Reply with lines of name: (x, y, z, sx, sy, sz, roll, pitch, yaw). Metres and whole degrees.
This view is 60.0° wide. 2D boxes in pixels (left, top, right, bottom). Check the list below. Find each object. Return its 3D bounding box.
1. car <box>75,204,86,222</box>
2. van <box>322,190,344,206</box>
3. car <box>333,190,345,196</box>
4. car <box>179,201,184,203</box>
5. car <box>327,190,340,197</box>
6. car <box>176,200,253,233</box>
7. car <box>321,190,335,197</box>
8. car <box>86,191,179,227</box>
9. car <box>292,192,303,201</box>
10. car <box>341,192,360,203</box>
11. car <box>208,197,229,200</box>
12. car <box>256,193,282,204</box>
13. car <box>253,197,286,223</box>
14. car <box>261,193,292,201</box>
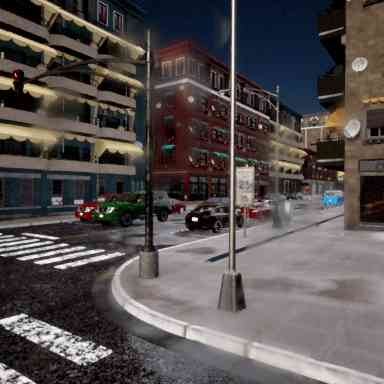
car: (-5.485, 1.032, 22.872, 2.192, 1.841, 5.009, 2, 2, 35)
van: (17.388, 0.721, 40.781, 1.690, 1.788, 3.998, 2, 2, 35)
car: (36.232, 0.255, 82.071, 1.802, 1.307, 4.206, 2, 2, 35)
car: (-2.278, 1.180, 27.431, 1.887, 1.381, 4.507, 2, 2, 35)
car: (33.023, 0.335, 77.517, 1.802, 1.307, 4.206, 2, 2, 35)
car: (1.340, 1.348, 18.019, 1.947, 1.339, 4.313, 2, 2, 35)
car: (29.814, 0.378, 72.964, 1.887, 1.381, 4.507, 2, 2, 35)
car: (-3.563, 0.963, 21.130, 2.150, 2.045, 5.566, 1, 1, 35)
car: (16.977, 0.719, 54.751, 1.947, 1.339, 4.313, 2, 2, 35)
car: (23.804, 0.763, 49.890, 1.887, 1.381, 4.507, 2, 2, 35)
car: (2.369, 1.139, 29.541, 2.033, 1.411, 5.357, 1, 1, 35)
car: (10.559, 0.880, 45.644, 1.947, 1.339, 4.313, 2, 2, 35)
car: (4.549, 1.283, 22.572, 1.802, 1.307, 4.206, 2, 2, 35)
car: (9.831, 0.896, 40.104, 2.128, 1.511, 4.902, 1, 1, 35)
